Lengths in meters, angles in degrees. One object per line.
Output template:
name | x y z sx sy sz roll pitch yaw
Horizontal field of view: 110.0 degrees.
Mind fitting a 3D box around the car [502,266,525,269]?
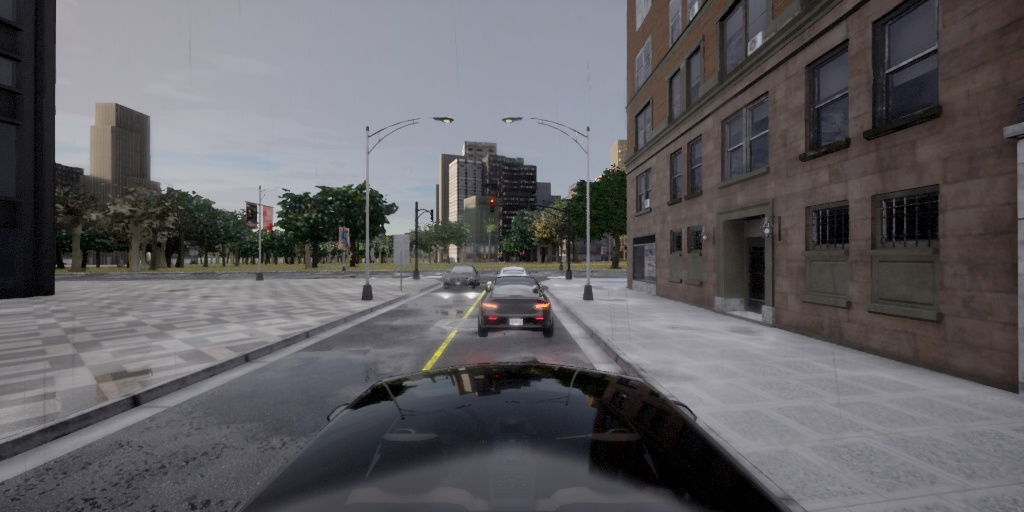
car | 0.064 1.277 19.208 1.812 1.442 4.674 0 0 0

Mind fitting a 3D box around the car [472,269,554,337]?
car | 0.083 1.276 10.148 1.812 1.442 4.674 0 0 0

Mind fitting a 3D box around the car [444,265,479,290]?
car | -3.045 1.285 22.591 1.812 1.442 4.674 0 0 0
